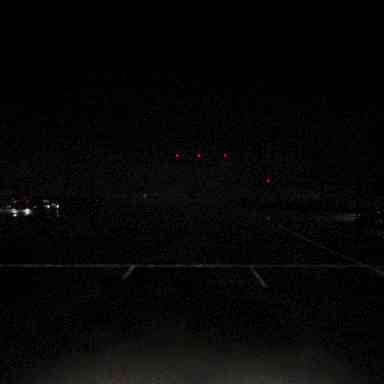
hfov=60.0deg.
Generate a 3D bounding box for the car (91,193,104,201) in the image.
[{"bbox_3d":[-21.125,1.065,71.221,2.097,1.767,4.553,0,0,0],"label":"car"}]

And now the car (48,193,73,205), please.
[{"bbox_3d":[-21.137,1.294,53.010,1.837,1.490,4.892,0,0,0],"label":"car"}]

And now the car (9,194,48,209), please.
[{"bbox_3d":[-21.137,1.185,43.185,2.097,1.767,4.553,0,0,0],"label":"car"}]

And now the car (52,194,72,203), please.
[{"bbox_3d":[-24.585,1.222,63.200,1.882,1.535,5.008,0,0,1],"label":"car"}]

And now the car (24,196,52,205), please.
[{"bbox_3d":[-24.633,1.335,53.562,2.033,1.411,5.357,0,0,0],"label":"car"}]

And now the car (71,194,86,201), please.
[{"bbox_3d":[-24.635,1.229,72.285,1.812,1.442,4.674,0,0,-3],"label":"car"}]

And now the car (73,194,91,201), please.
[{"bbox_3d":[-21.101,1.350,62.274,1.895,1.301,4.718,0,0,0],"label":"car"}]

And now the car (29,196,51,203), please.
[{"bbox_3d":[-28.079,1.352,61.654,1.895,1.301,4.718,0,0,0],"label":"car"}]

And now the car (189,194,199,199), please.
[{"bbox_3d":[0.445,1.211,92.508,1.895,1.301,4.718,0,0,-14],"label":"car"}]

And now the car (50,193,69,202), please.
[{"bbox_3d":[-28.103,1.067,70.670,2.097,1.767,4.553,0,0,0],"label":"car"}]

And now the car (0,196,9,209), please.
[{"bbox_3d":[-24.631,1.360,42.936,1.812,1.442,4.674,0,0,0],"label":"car"}]

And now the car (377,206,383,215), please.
[{"bbox_3d":[17.639,1.260,26.129,4.553,1.767,2.097,0,0,6],"label":"car"}]

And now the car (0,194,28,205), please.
[{"bbox_3d":[-28.129,1.143,52.660,2.097,1.767,4.553,0,0,0],"label":"car"}]

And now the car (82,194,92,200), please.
[{"bbox_3d":[-26.027,1.158,82.782,1.837,1.490,4.892,0,0,-10],"label":"car"}]

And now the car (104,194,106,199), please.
[{"bbox_3d":[-22.297,1.162,82.067,1.837,1.490,4.892,0,0,-10],"label":"car"}]

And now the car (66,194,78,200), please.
[{"bbox_3d":[-29.179,1.262,80.785,1.895,1.301,4.718,0,0,-10],"label":"car"}]
